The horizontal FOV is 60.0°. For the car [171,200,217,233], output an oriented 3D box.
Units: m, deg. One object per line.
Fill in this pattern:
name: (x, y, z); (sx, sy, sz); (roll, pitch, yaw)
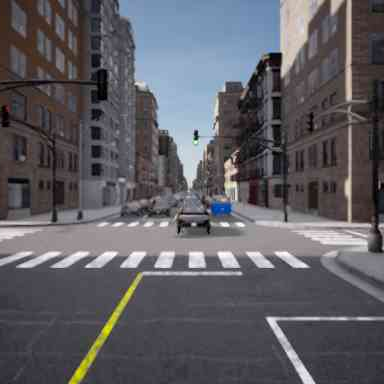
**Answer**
car: (0.096, 1.446, 19.457); (2.128, 1.511, 4.902); (0, 0, 0)

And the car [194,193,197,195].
car: (-0.033, 1.381, 71.084); (1.895, 1.301, 4.718); (0, 0, 0)

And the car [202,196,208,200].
car: (2.618, 1.465, 41.872); (1.802, 1.307, 4.206); (0, 0, 0)

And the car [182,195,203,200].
car: (0.078, 1.425, 43.605); (2.033, 1.411, 5.357); (0, 0, 0)

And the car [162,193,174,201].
car: (-5.423, 1.084, 75.950); (2.192, 1.841, 5.009); (0, 0, 0)

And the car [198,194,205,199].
car: (2.594, 1.275, 93.003); (1.947, 1.339, 4.313); (0, 0, 0)

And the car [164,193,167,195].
car: (-5.412, 1.374, 53.054); (1.752, 1.417, 4.829); (0, 0, 0)

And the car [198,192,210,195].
car: (2.610, 1.143, 58.915); (2.192, 1.841, 5.009); (0, 0, 0)

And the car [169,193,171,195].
car: (-5.420, 1.354, 70.270); (1.947, 1.339, 4.313); (0, 0, 0)

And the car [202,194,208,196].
car: (2.613, 1.430, 53.235); (1.802, 1.307, 4.206); (0, 0, 0)

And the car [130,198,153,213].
car: (-5.404, 1.444, 36.178); (1.887, 1.381, 4.507); (0, 0, 0)

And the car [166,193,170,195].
car: (-5.415, 1.394, 58.906); (1.947, 1.339, 4.313); (0, 0, 0)

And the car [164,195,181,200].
car: (-2.851, 1.439, 44.262); (1.994, 1.385, 4.181); (0, 0, 0)

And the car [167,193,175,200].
car: (-5.428, 1.169, 87.315); (1.967, 1.590, 4.097); (0, 0, 0)

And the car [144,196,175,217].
car: (-2.842, 1.420, 29.998); (1.837, 1.490, 4.892); (0, 0, 0)

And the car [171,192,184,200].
car: (-2.773, 1.329, 67.307); (1.812, 1.442, 4.674); (0, 0, -1)

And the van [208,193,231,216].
van: (2.623, 1.256, 30.509); (1.690, 1.788, 3.998); (0, 0, 0)

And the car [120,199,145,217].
car: (-5.402, 1.466, 30.497); (2.008, 1.369, 4.403); (0, 0, 0)
